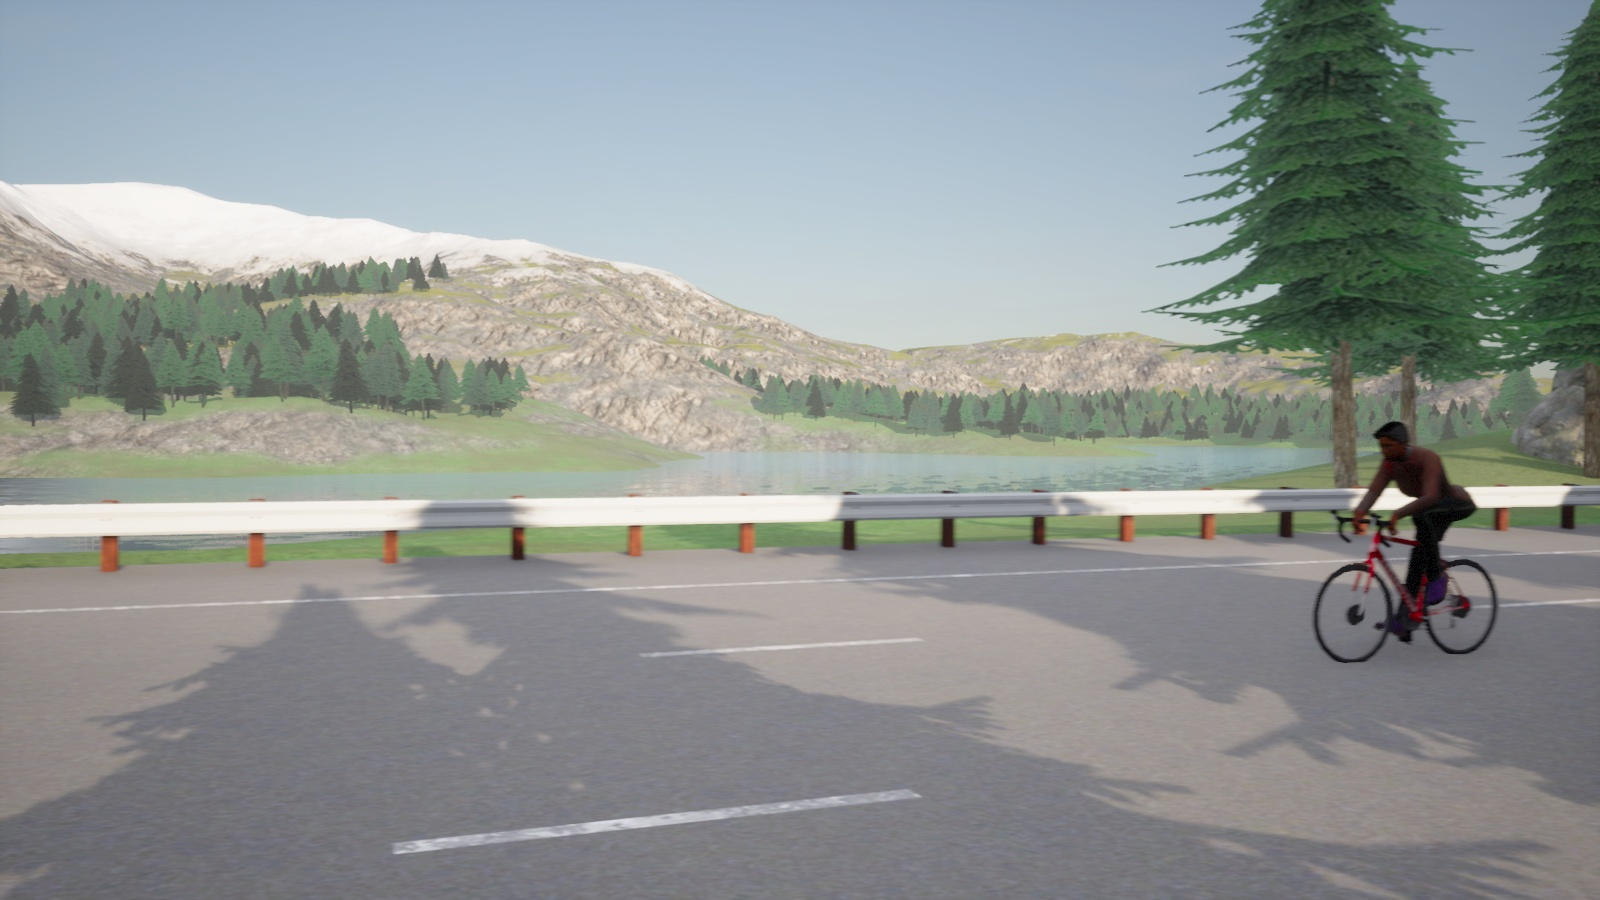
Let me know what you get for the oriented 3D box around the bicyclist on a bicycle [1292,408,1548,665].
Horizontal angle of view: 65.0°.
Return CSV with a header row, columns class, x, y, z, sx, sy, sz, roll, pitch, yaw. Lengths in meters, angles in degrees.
class,x,y,z,sx,sy,sz,roll,pitch,yaw
bicyclist on a bicycle,4.245,0.541,8.592,1.656,1.620,0.582,-2,1,-21
